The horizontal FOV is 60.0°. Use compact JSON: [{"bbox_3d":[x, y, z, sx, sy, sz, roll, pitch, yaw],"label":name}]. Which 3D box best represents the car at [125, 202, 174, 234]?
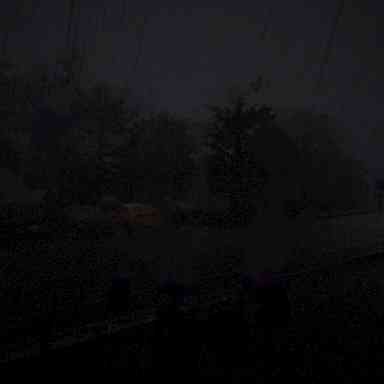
[{"bbox_3d":[-3.392,1.391,18.805,2.097,1.535,5.008,-1,1,-35],"label":"car"}]

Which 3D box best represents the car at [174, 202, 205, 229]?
[{"bbox_3d":[-1.148,1.340,20.402,2.231,1.521,4.892,-1,1,-35],"label":"car"}]

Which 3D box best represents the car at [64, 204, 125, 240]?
[{"bbox_3d":[-5.641,1.442,17.218,2.231,1.521,4.892,-1,1,-35],"label":"car"}]

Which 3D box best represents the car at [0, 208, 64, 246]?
[{"bbox_3d":[-7.894,1.519,15.642,2.163,1.488,4.792,-1,1,-35],"label":"car"}]
